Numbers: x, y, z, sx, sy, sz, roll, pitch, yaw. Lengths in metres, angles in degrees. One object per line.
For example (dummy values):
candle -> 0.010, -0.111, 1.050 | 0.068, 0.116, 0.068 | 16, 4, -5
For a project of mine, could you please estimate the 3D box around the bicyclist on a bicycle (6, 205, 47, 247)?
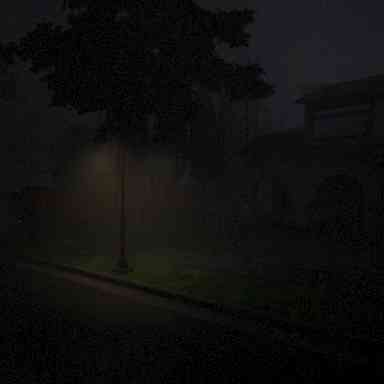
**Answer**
bicyclist on a bicycle -> -6.651, 1.362, 13.476 | 0.582, 1.620, 1.656 | 0, 0, 38
